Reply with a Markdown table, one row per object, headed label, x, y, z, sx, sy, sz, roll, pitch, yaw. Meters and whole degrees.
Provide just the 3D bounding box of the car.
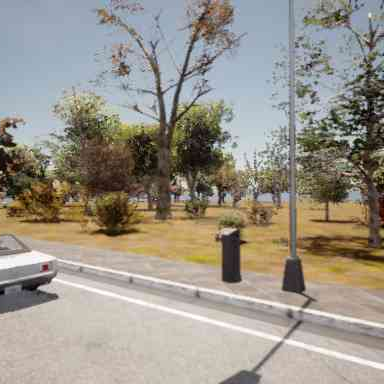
| label | x | y | z | sx | sy | sz | roll | pitch | yaw |
| --- | --- | --- | --- | --- | --- | --- | --- | --- | --- |
| car | -5.266 | 1.602 | 7.749 | 4.718 | 1.301 | 1.895 | 0 | 0 | 36 |
